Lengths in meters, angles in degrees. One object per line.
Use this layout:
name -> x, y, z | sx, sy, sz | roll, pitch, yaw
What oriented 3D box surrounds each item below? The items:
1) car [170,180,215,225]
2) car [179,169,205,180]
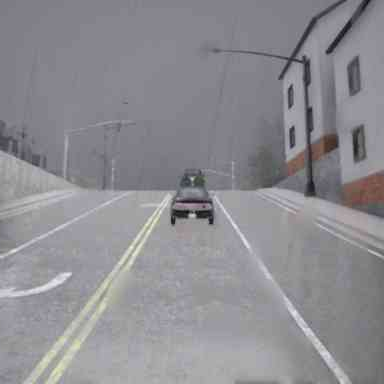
car -> 0.011, 0.479, 15.272 | 2.128, 1.511, 4.902 | 1, 5, 0
car -> 0.013, -1.077, 31.108 | 2.150, 2.045, 5.566 | 0, 2, 0
